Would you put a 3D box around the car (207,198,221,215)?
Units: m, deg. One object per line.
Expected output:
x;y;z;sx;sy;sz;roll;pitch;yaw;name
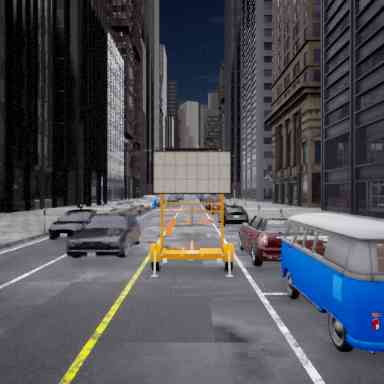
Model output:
2.776;1.593;33.933;1.802;1.307;4.206;0;0;0;car

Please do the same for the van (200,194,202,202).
2.786;1.374;61.978;1.690;1.788;3.998;0;0;0;van

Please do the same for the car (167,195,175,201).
-5.728;1.610;90.018;2.008;1.369;4.403;0;0;0;car

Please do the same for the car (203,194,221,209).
2.778;1.330;39.542;2.192;1.841;5.009;0;0;0;car

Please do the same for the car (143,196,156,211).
-5.747;1.540;39.362;1.752;1.417;4.829;0;0;0;car

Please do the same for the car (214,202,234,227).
2.772;1.571;22.714;1.947;1.339;4.313;0;0;0;car

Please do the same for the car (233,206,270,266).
2.768;1.441;11.496;1.967;1.590;4.097;0;0;0;car

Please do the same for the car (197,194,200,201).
2.791;1.358;73.197;2.192;1.841;5.009;0;0;0;car

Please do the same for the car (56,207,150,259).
-3.096;1.549;12.939;2.033;1.411;5.357;0;0;0;car

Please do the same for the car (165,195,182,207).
-3.077;1.573;52.882;2.033;1.411;5.357;0;0;0;car

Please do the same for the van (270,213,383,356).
2.766;1.341;5.887;1.690;1.788;3.998;0;0;0;van

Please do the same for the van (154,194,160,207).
-5.745;1.360;45.142;1.690;1.788;3.998;0;0;0;van

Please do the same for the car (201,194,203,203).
2.780;1.334;45.151;2.192;1.841;5.009;0;0;0;car

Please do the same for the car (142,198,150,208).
-5.749;1.593;33.923;1.802;1.307;4.206;0;0;0;car

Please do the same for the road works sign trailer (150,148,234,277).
0.004;0.465;10.222;2.380;3.560;2.880;0;0;0;road works sign trailer

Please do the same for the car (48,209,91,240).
-5.755;1.568;17.095;1.947;1.339;4.313;0;0;0;car

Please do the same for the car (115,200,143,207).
-5.751;1.558;28.314;2.008;1.369;4.403;0;0;0;car

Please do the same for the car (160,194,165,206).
-5.743;1.464;50.751;1.967;1.590;4.097;0;0;0;car

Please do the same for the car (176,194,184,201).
-2.970;1.601;84.262;2.033;1.411;5.357;0;0;0;car
